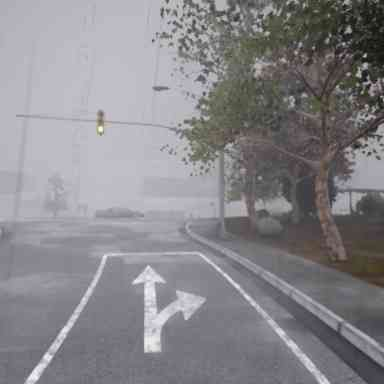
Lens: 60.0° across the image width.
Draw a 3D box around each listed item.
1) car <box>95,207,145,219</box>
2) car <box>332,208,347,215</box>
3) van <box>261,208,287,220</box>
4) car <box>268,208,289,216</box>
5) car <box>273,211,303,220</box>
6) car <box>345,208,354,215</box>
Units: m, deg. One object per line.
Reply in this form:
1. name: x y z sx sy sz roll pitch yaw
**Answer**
1. car: -8.010 2.393 36.817 5.357 1.411 2.033 2 -5 -16
2. car: 26.328 4.451 63.863 2.097 1.535 5.008 4 -8 -35
3. van: 14.900 4.060 60.598 1.878 1.987 4.442 4 -8 -35
4. car: 15.249 3.858 55.632 4.181 1.385 1.994 1 -6 -16
5. car: 17.688 4.366 61.481 2.163 1.488 4.792 3 -8 -35
6. car: 29.175 4.246 64.704 2.435 2.045 5.566 3 -8 -35
